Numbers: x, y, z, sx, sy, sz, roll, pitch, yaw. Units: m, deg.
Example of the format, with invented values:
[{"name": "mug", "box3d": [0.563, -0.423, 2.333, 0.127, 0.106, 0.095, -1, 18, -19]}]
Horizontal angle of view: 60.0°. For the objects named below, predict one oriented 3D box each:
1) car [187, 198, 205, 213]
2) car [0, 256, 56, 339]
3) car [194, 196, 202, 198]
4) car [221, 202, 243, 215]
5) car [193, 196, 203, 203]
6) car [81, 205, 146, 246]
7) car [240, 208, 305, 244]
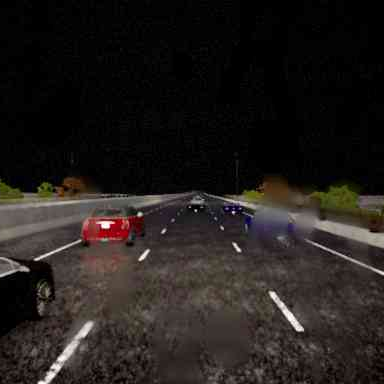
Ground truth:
[{"name": "car", "box3d": [0.445, 1.616, 36.733, 1.895, 1.301, 4.718, 0, 0, 1]}, {"name": "car", "box3d": [-3.492, 1.492, 4.389, 2.128, 1.511, 4.902, 0, 0, 0]}, {"name": "car", "box3d": [0.898, 1.635, 53.188, 1.895, 1.301, 4.718, 0, 0, 1]}, {"name": "car", "box3d": [3.964, 1.616, 33.567, 1.895, 1.301, 4.718, 0, 0, 1]}, {"name": "car", "box3d": [1.264, 1.588, 73.656, 2.128, 1.511, 4.902, 0, 0, 1]}, {"name": "car", "box3d": [-3.420, 1.354, 15.327, 2.097, 1.767, 4.553, 0, 0, 1]}, {"name": "car", "box3d": [3.692, 1.606, 15.733, 1.895, 1.301, 4.718, 0, 0, 1]}]
